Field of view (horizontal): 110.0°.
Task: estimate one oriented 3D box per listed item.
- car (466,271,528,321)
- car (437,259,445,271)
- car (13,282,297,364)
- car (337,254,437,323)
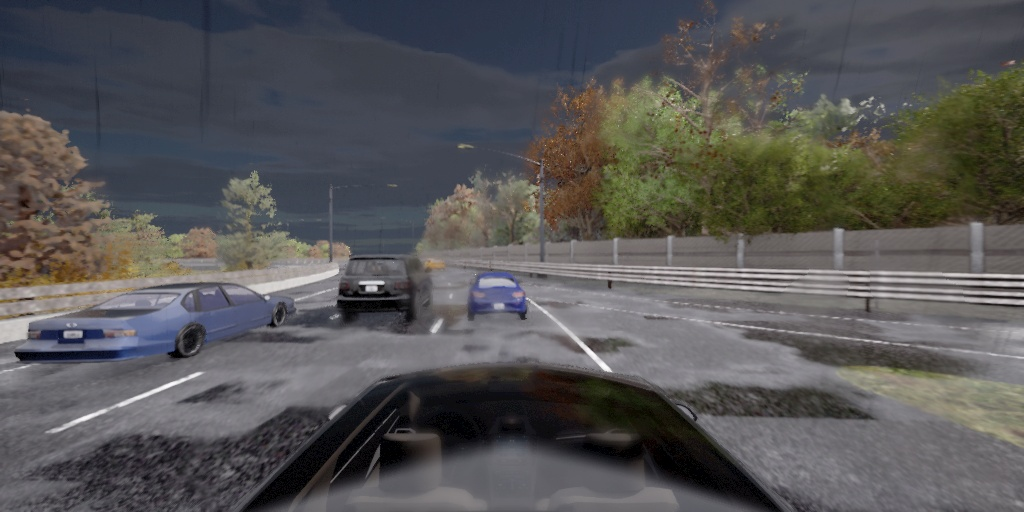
[{"bbox_3d":[-0.586,1.253,12.385,1.812,1.442,4.674,0,0,-6],"label":"car"},{"bbox_3d":[-10.422,1.162,48.314,1.882,1.535,5.008,0,0,-24],"label":"car"},{"bbox_3d":[-7.271,1.312,8.317,2.033,1.411,5.357,0,0,-4],"label":"car"},{"bbox_3d":[-4.073,0.964,12.321,2.150,2.045,5.566,0,0,-6],"label":"car"}]
